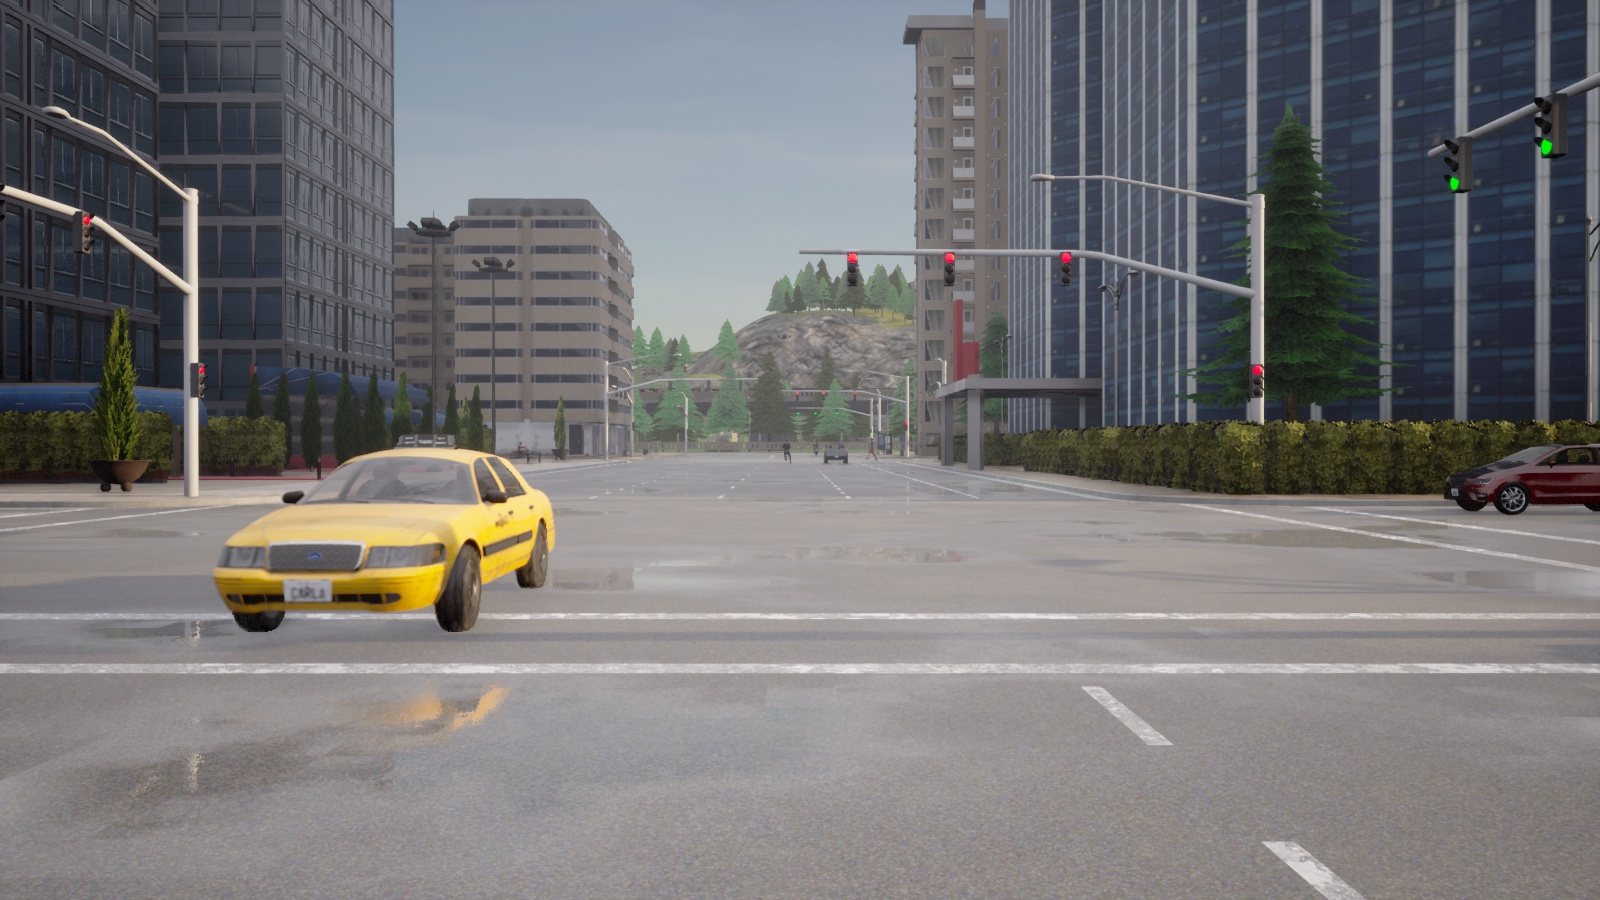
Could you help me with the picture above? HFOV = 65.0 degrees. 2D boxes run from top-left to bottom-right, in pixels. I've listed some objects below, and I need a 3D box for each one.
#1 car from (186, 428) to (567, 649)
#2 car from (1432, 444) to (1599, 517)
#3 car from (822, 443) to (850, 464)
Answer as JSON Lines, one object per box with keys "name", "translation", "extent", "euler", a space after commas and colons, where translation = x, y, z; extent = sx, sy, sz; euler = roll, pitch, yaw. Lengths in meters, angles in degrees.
{"name": "car", "translation": [-3.524, 0.617, 11.665], "extent": [1.801, 1.575, 5.366], "euler": [0, 0, -1]}
{"name": "car", "translation": [15.923, 0.623, 26.546], "extent": [4.193, 1.474, 1.816], "euler": [0, 0, 0]}
{"name": "car", "translation": [2.553, 0.252, 90.334], "extent": [1.845, 1.501, 3.633], "euler": [0, 0, -1]}
